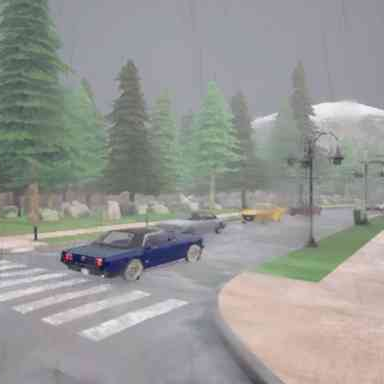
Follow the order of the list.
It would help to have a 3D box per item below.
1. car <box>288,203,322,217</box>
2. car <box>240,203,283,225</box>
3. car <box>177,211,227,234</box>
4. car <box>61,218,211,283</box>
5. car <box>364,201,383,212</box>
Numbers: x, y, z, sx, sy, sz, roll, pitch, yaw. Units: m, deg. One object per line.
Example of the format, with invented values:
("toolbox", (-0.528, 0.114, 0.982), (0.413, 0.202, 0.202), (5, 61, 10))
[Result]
("car", (11.654, 1.775, 34.151), (1.895, 1.301, 4.718), (0, 0, 39))
("car", (5.557, 1.652, 26.169), (1.882, 1.535, 5.008), (0, 0, 36))
("car", (0.054, 1.776, 18.565), (1.895, 1.301, 4.718), (0, 0, 36))
("car", (-1.524, 1.778, 10.503), (1.895, 1.301, 4.718), (0, 0, 34))
("car", (23.139, 1.769, 41.280), (4.718, 1.301, 1.895), (0, 0, -44))
